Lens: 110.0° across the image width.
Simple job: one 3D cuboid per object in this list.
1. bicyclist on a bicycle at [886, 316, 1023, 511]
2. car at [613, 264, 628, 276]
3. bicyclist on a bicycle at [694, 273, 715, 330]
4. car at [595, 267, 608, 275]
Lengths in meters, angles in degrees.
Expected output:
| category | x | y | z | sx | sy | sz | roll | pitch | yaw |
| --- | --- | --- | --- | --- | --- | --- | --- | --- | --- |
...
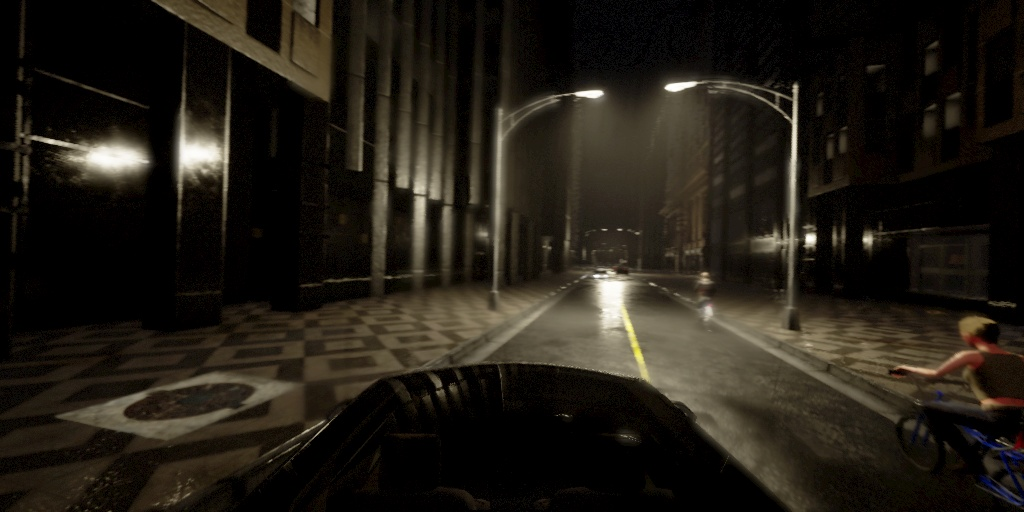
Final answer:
| category | x | y | z | sx | sy | sz | roll | pitch | yaw |
| --- | --- | --- | --- | --- | --- | --- | --- | --- | --- |
| bicyclist on a bicycle | 3.952 | 1.322 | 3.111 | 0.866 | 1.612 | 1.509 | 2 | -1 | 14 |
| car | 17.603 | 2.333 | 57.496 | 1.882 | 1.535 | 5.008 | 2 | 0 | 15 |
| bicyclist on a bicycle | 6.159 | 1.412 | 11.542 | 0.659 | 1.776 | 1.843 | 2 | 0 | 15 |
| car | 14.497 | 2.368 | 58.085 | 1.895 | 1.301 | 4.718 | 2 | -1 | 15 |
